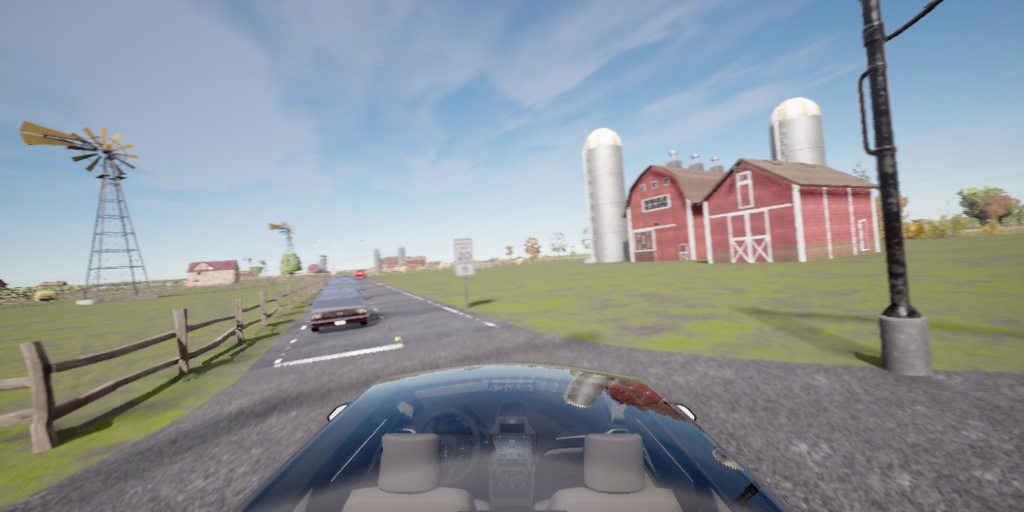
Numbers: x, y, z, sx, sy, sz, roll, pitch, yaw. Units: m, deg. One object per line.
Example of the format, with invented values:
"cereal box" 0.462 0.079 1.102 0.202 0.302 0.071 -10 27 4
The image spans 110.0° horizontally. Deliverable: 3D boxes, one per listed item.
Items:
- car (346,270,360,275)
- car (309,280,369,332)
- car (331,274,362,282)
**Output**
"car" -15.888 2.556 33.944 2.097 1.767 4.553 -4 -1 -25
"car" -6.769 1.906 14.171 2.033 1.411 5.357 -4 0 -25
"car" -11.172 2.245 23.707 1.882 1.535 5.008 -4 -1 -25
